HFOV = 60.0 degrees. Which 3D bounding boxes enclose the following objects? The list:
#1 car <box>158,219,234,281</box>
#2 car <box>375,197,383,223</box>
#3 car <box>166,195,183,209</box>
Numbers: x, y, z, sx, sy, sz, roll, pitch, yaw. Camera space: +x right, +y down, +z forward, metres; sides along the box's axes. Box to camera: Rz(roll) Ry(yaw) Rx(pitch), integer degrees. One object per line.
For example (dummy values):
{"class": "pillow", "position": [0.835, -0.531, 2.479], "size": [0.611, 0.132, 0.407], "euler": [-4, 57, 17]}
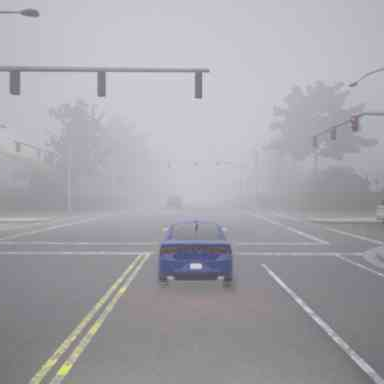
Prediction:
{"class": "car", "position": [0.094, 1.536, 10.043], "size": [1.882, 1.535, 5.008], "euler": [0, 0, 0]}
{"class": "car", "position": [15.476, 1.352, 22.553], "size": [5.566, 2.045, 2.150], "euler": [0, 0, 0]}
{"class": "car", "position": [-2.802, 1.518, 51.213], "size": [2.150, 2.045, 5.566], "euler": [0, 0, -2]}
